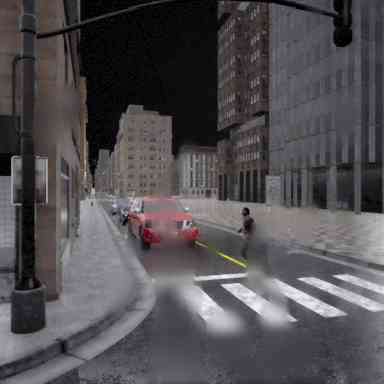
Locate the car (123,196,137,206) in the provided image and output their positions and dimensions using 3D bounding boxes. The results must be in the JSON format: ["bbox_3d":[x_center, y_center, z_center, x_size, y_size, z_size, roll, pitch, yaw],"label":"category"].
[{"bbox_3d":[-10.692,1.543,56.928,1.882,1.535,5.008,0,0,-17],"label":"car"}]

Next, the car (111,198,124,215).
[{"bbox_3d":[-7.161,1.390,33.990,2.097,1.767,4.553,0,0,-17],"label":"car"}]

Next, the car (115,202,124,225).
[{"bbox_3d":[-4.311,1.628,24.416,1.895,1.301,4.718,0,0,-17],"label":"car"}]

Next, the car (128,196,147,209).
[{"bbox_3d":[-7.872,1.407,47.500,2.097,1.767,4.553,0,0,-17],"label":"car"}]

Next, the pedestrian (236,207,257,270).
[{"bbox_3d":[1.582,1.305,9.601,0.375,1.860,0.375,0,0,-17],"label":"pedestrian"}]

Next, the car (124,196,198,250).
[{"bbox_3d":[-1.524,1.238,15.002,2.150,2.045,5.566,0,0,-19],"label":"car"}]
